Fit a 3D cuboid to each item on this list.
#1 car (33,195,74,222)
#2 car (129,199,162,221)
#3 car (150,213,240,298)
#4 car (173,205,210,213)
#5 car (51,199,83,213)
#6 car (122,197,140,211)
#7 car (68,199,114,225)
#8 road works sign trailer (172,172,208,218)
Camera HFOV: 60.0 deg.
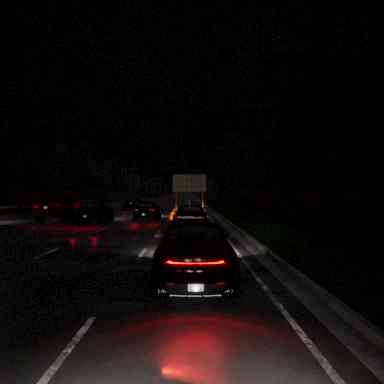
[{"bbox_3d":[-10.587,1.222,26.654,2.150,2.045,5.566,0,0,-1],"label":"car"},{"bbox_3d":[-3.592,1.527,27.315,1.812,1.442,4.674,0,-1,2],"label":"car"},{"bbox_3d":[0.053,1.505,8.506,1.837,1.490,4.892,0,0,0],"label":"car"},{"bbox_3d":[-0.050,1.488,18.893,2.128,1.511,4.902,0,0,1],"label":"car"},{"bbox_3d":[-14.180,1.501,38.024,1.837,1.490,4.892,0,-1,0],"label":"car"},{"bbox_3d":[-7.206,1.352,41.127,2.097,1.767,4.553,0,0,0],"label":"car"},{"bbox_3d":[-7.069,1.478,24.366,1.882,1.535,5.008,0,-1,0],"label":"car"},{"bbox_3d":[-0.171,0.464,22.763,2.380,3.560,2.880,0,0,-3],"label":"road works sign trailer"}]
